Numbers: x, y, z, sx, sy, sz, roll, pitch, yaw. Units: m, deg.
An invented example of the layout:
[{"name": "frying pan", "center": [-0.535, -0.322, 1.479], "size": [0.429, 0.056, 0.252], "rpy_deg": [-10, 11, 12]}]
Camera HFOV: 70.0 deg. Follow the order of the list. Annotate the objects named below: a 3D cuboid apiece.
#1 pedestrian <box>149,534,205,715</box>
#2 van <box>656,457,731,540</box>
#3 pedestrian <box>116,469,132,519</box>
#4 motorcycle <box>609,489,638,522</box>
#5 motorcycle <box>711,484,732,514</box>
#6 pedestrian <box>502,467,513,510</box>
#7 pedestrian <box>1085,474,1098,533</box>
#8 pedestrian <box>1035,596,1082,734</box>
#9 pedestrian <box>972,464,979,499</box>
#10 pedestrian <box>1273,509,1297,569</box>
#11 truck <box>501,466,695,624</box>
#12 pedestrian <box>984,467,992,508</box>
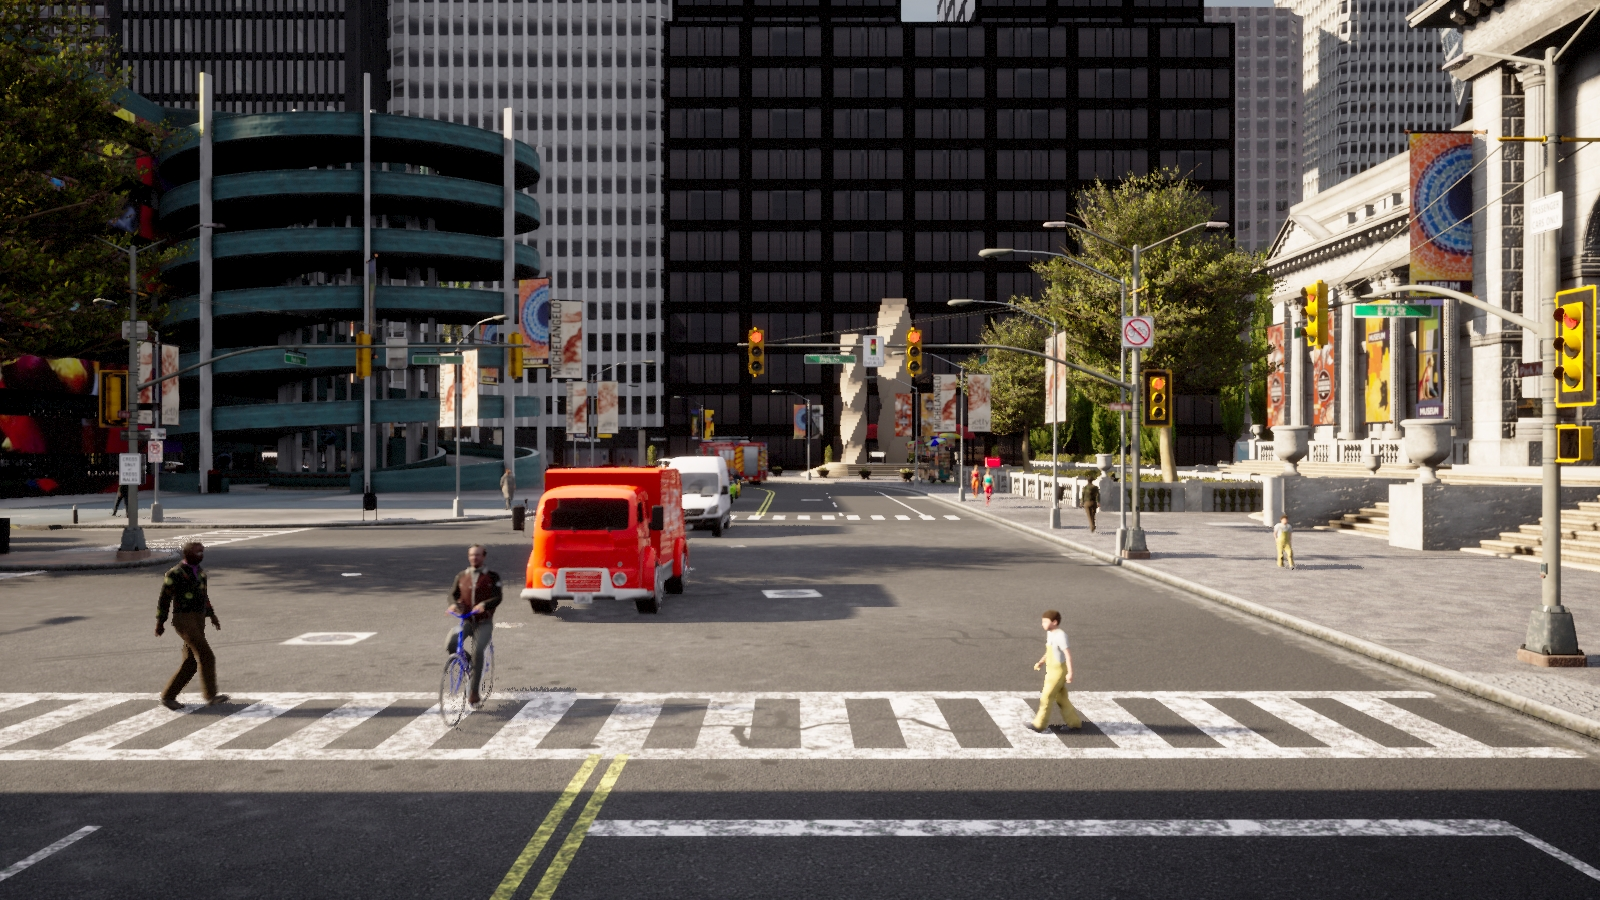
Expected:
[{"name": "pedestrian", "center": [-6.632, 1.844, 12.164], "size": [0.375, 1.860, 0.375], "rpy_deg": [0, 0, 11]}, {"name": "van", "center": [-3.496, 1.519, 38.656], "size": [1.988, 2.561, 5.915], "rpy_deg": [0, 0, 0]}, {"name": "pedestrian", "center": [-25.861, 1.679, 43.694], "size": [0.375, 1.860, 0.375], "rpy_deg": [0, 0, 26]}, {"name": "motorcycle", "center": [-6.911, 2.165, 44.849], "size": [0.856, 1.236, 1.805], "rpy_deg": [0, 0, 0]}, {"name": "motorcycle", "center": [-3.475, 2.163, 50.909], "size": [0.856, 1.236, 1.805], "rpy_deg": [0, 0, -1]}, {"name": "pedestrian", "center": [-12.697, 1.677, 49.615], "size": [0.375, 1.860, 0.375], "rpy_deg": [0, 0, -26]}, {"name": "pedestrian", "center": [9.186, 1.682, 35.990], "size": [0.375, 1.860, 0.375], "rpy_deg": [0, 0, 8]}, {"name": "pedestrian", "center": [2.562, 2.124, 11.337], "size": [0.375, 1.300, 0.375], "rpy_deg": [0, 0, -3]}, {"name": "pedestrian", "center": [9.411, 1.671, 61.181], "size": [0.375, 1.860, 0.375], "rpy_deg": [0, 0, 7]}, {"name": "pedestrian", "center": [10.712, 1.967, 25.242], "size": [0.375, 1.300, 0.375], "rpy_deg": [0, 0, 2]}, {"name": "truck", "center": [-3.492, 1.559, 20.993], "size": [2.627, 2.467, 5.204], "rpy_deg": [0, 0, 0]}, {"name": "pedestrian", "center": [8.432, 1.676, 51.247], "size": [0.375, 1.860, 0.375], "rpy_deg": [0, 0, 11]}]
